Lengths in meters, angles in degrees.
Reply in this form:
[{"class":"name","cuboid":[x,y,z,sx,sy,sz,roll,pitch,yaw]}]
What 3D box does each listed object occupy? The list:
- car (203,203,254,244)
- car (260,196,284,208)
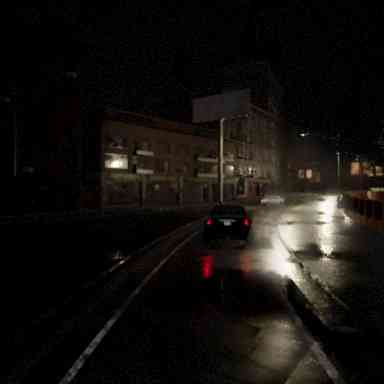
[{"class":"car","cuboid":[1.851,1.311,15.906,2.097,1.767,4.553,0,1,10]},{"class":"car","cuboid":[9.332,1.104,38.235,1.895,1.301,4.718,0,1,26]}]
